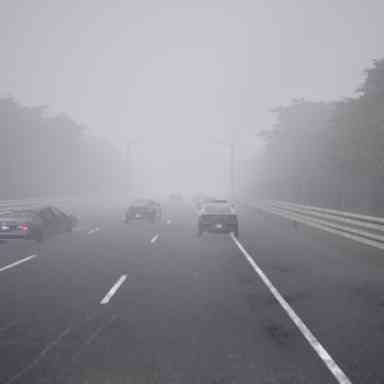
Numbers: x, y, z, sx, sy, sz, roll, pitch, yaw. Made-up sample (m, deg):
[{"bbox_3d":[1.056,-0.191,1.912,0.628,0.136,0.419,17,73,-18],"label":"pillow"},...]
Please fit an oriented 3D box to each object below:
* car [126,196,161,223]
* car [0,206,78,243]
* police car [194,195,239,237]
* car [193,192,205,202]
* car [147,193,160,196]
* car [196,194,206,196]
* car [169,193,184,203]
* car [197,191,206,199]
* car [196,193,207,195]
[{"bbox_3d":[-3.173,1.223,22.204,1.812,1.442,4.674,0,1,1],"label":"car"},{"bbox_3d":[-6.842,1.343,14.786,2.033,1.411,5.357,0,1,1],"label":"car"},{"bbox_3d":[1.193,1.200,16.666,1.930,1.638,5.238,0,1,1],"label":"police car"},{"bbox_3d":[1.179,0.814,51.418,1.837,1.490,4.892,0,1,3],"label":"car"},{"bbox_3d":[-5.827,0.851,49.357,1.812,1.442,4.674,0,1,3],"label":"car"},{"bbox_3d":[1.385,1.170,26.479,1.812,1.442,4.674,0,1,1],"label":"car"},{"bbox_3d":[-2.333,0.825,49.135,2.128,1.511,4.902,0,1,3],"label":"car"},{"bbox_3d":[1.933,0.631,66.349,1.812,1.442,4.674,0,1,3],"label":"car"},{"bbox_3d":[1.541,1.090,32.431,1.812,1.442,4.674,0,1,2],"label":"car"}]
